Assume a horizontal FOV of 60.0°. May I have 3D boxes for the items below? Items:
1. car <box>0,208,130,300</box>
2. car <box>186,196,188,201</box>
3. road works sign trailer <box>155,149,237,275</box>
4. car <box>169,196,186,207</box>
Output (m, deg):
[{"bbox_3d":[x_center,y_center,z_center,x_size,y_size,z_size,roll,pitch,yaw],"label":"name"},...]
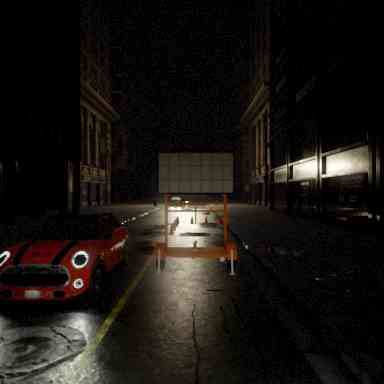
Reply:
[{"bbox_3d":[-3.008,1.353,8.566,2.097,1.767,4.553,0,0,1],"label":"car"},{"bbox_3d":[-2.003,1.653,81.267,1.895,1.301,4.718,0,0,1],"label":"car"},{"bbox_3d":[0.117,0.466,10.429,2.380,3.560,2.880,0,0,1],"label":"road works sign trailer"},{"bbox_3d":[-2.469,1.513,51.302,2.128,1.511,4.902,0,0,1],"label":"car"}]
